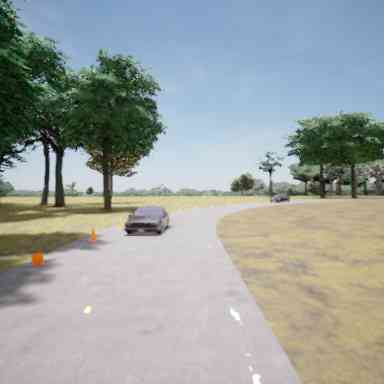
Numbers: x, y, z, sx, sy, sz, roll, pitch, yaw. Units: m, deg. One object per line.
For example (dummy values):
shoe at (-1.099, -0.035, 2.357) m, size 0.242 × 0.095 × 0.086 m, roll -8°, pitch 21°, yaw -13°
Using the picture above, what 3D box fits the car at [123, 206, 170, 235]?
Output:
car at (-2.354, 1.489, 18.754) m, size 2.033 × 1.411 × 5.357 m, roll 0°, pitch 0°, yaw 3°

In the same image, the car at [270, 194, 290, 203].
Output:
car at (16.050, 1.155, 60.739) m, size 4.902 × 1.511 × 2.128 m, roll -1°, pitch 0°, yaw -44°

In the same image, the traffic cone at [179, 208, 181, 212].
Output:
traffic cone at (-1.285, 1.821, 35.513) m, size 0.340 × 0.580 × 0.340 m, roll 0°, pitch 0°, yaw 18°

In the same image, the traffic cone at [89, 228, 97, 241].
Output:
traffic cone at (-4.470, 1.913, 15.054) m, size 0.340 × 0.580 × 0.340 m, roll 0°, pitch 0°, yaw 0°

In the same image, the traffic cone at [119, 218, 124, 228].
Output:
traffic cone at (-4.311, 1.893, 20.236) m, size 0.340 × 0.580 × 0.340 m, roll 0°, pitch 0°, yaw 4°

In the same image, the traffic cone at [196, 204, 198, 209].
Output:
traffic cone at (0.552, 1.794, 40.381) m, size 0.340 × 0.580 × 0.340 m, roll 0°, pitch 0°, yaw 23°
